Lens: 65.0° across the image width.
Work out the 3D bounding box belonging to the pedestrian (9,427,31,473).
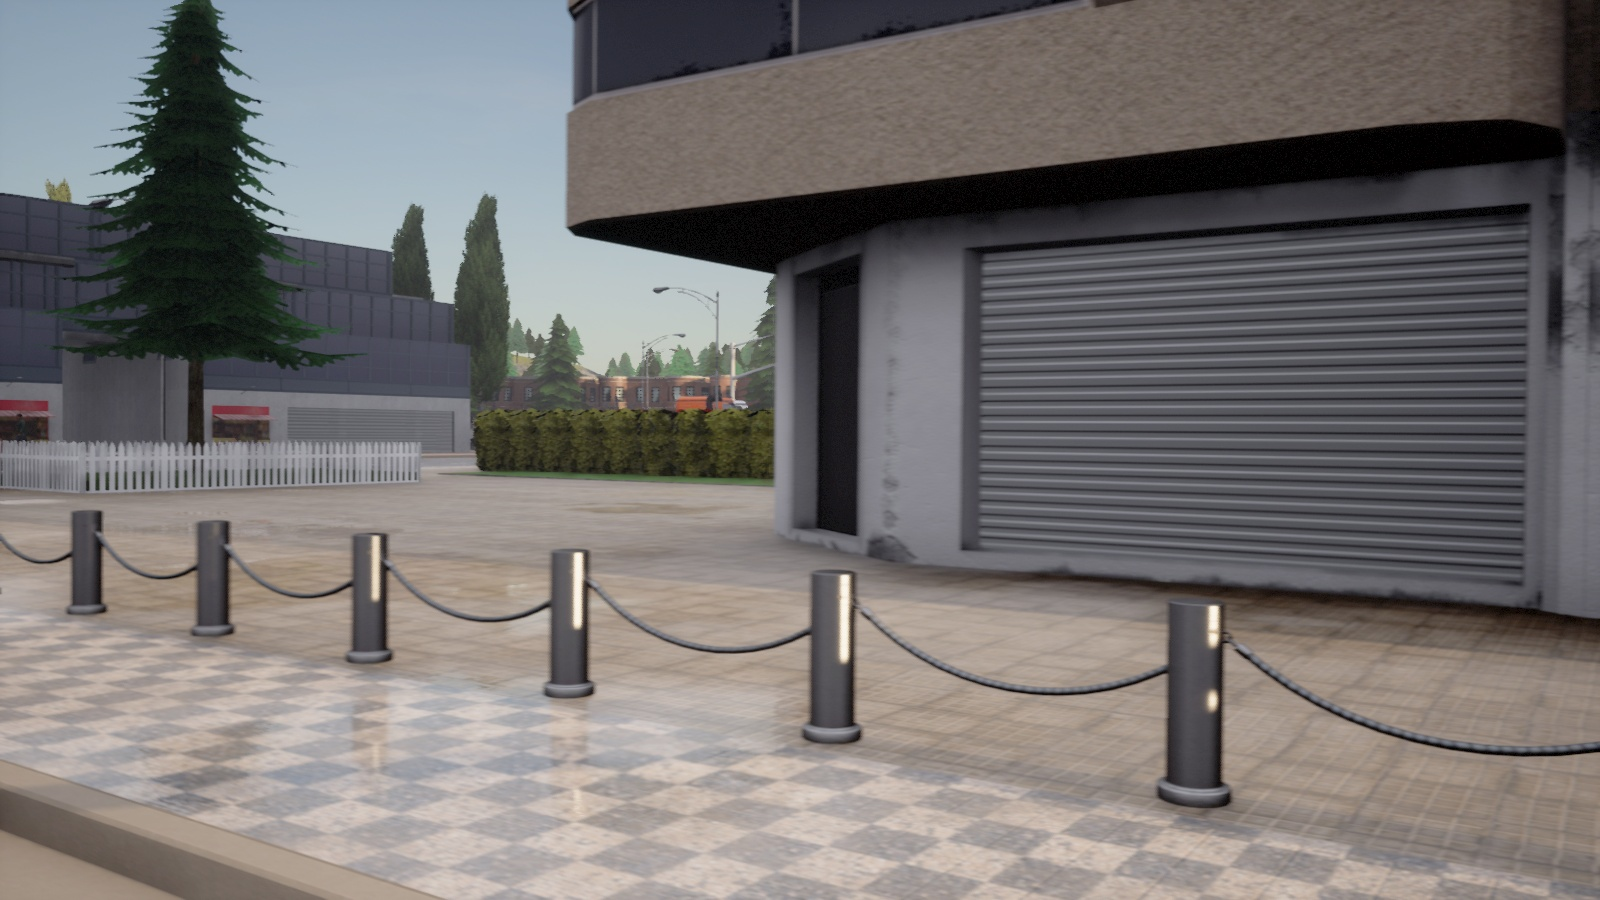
[{"bbox_3d":[-31.435,-0.016,50.605,0.353,1.847,0.614,0,1,32],"label":"pedestrian"}]

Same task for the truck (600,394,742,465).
[{"bbox_3d":[-6.562,-1.082,65.305,2.891,3.462,7.936,0,1,34],"label":"truck"}]
